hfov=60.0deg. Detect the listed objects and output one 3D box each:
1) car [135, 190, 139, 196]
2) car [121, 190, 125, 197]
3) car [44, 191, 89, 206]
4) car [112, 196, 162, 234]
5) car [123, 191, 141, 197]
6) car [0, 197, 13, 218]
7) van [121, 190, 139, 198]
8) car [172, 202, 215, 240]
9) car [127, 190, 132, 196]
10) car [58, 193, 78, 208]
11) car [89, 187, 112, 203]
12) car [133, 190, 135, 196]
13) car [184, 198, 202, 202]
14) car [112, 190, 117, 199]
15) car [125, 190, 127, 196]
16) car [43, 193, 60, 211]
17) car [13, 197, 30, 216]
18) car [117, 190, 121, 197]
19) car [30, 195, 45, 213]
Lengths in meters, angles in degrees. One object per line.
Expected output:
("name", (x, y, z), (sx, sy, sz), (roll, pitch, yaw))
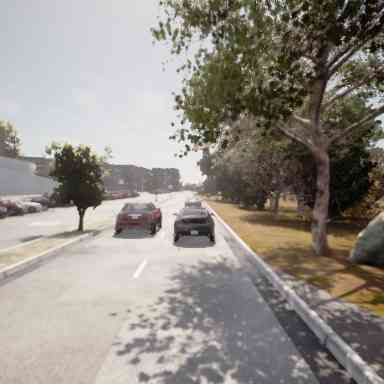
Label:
("car", (-16.794, 0.474, 82.638), (5.566, 2.045, 2.435), (-1, 1, -20))
("car", (-16.806, 0.839, 67.639), (4.892, 1.521, 2.231), (-1, 0, -20))
("car", (-16.793, 0.859, 43.646), (5.566, 2.045, 2.435), (-1, 1, -20))
("car", (-2.900, 1.293, 19.054), (2.097, 1.767, 4.553), (0, 0, 0))
("car", (-16.632, 0.533, 91.689), (4.553, 1.767, 2.185), (-1, 1, -19))
("car", (-16.828, 1.412, 25.631), (4.674, 1.452, 2.002), (-1, 0, -20))
("van", (-16.606, 0.453, 88.711), (4.442, 1.987, 1.878), (-1, 0, -19))
("car", (0.100, 1.465, 16.611), (1.837, 1.490, 4.892), (0, 0, 0))
("car", (-16.822, 0.540, 73.625), (5.566, 2.045, 2.435), (-1, 1, -20))
("car", (-16.790, 1.183, 40.646), (4.792, 1.488, 2.163), (-1, 1, -20))
("car", (-16.834, 0.703, 55.614), (5.566, 2.045, 2.435), (-1, 1, -20))
("car", (-16.773, 0.786, 79.644), (4.674, 1.452, 2.002), (-1, 1, -20))
("car", (0.100, 1.299, 34.821), (2.033, 1.411, 5.357), (0, 1, 0))
("car", (-16.773, 0.765, 61.642), (4.553, 1.767, 2.185), (-1, 1, -20))
("car", (-16.822, 0.843, 70.623), (4.792, 1.488, 2.163), (-1, 1, -20))
("car", (-16.813, 1.247, 34.630), (5.008, 1.535, 2.097), (-1, 1, -20))
("car", (-16.856, 1.206, 28.618), (4.553, 1.767, 2.185), (-1, 1, -20))
("car", (-16.834, 0.738, 64.628), (4.553, 1.767, 2.185), (-1, 0, -20))
("car", (-16.824, 1.331, 31.630), (4.674, 1.452, 2.002), (-1, 1, -20))
